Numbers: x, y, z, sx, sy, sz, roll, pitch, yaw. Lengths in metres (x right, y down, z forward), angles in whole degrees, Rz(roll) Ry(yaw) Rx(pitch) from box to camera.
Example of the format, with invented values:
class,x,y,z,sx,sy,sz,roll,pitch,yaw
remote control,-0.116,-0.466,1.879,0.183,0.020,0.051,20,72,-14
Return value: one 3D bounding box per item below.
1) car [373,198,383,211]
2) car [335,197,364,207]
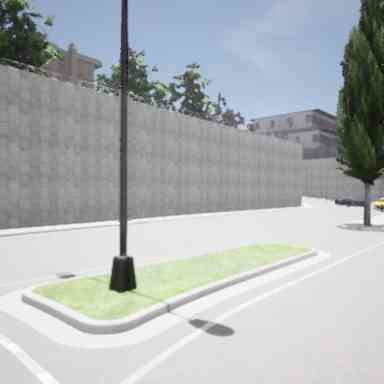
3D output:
class,x,y,z,sx,sy,sz,roll,pitch,yaw
car,23.449,1.489,40.191,1.882,1.535,5.008,0,0,43
car,23.529,1.472,49.432,1.895,1.301,4.718,1,2,-14
